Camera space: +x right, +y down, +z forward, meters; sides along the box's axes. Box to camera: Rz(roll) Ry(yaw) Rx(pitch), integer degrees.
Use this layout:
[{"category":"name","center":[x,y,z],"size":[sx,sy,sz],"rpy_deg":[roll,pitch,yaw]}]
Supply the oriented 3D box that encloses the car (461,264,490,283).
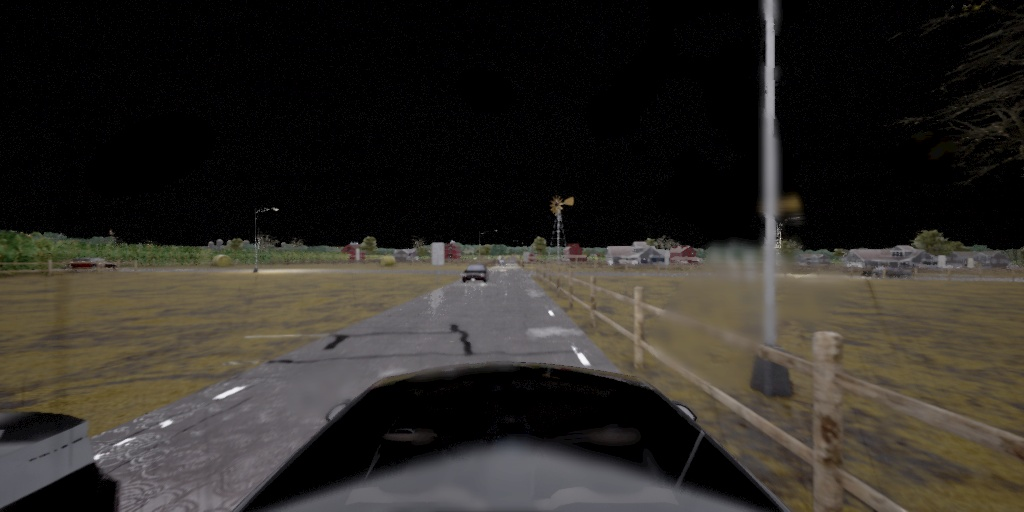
[{"category":"car","center":[-2.804,1.357,28.794],"size":[2.033,1.411,5.357],"rpy_deg":[0,0,1]}]
